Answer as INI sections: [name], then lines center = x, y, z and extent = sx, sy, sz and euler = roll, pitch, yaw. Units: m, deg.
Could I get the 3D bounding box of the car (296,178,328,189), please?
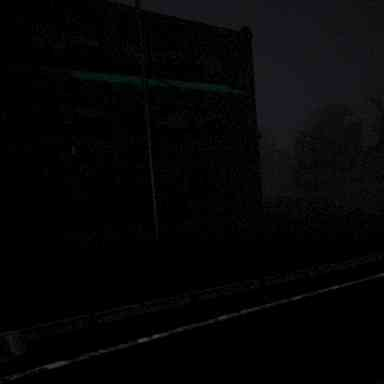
[car]
center = 18.427, -1.251, 51.218
extent = 1.837, 1.490, 4.892
euler = -8, 2, -41
